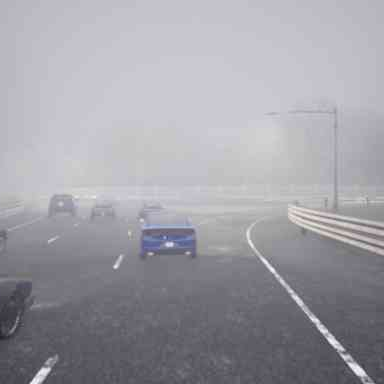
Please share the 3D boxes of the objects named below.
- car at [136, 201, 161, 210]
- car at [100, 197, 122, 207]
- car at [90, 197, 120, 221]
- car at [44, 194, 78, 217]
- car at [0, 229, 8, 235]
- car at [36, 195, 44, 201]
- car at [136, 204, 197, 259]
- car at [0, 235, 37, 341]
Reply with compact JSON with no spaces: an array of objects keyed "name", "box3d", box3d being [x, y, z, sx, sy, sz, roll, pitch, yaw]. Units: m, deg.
[{"name":"car","box3d":[-3.224,1.431,25.622,2.128,1.511,4.902,0,0,-13]},{"name":"car","box3d":[-12.468,1.451,50.724,2.033,1.411,5.357,0,0,-28]},{"name":"car","box3d":[-7.282,1.442,27.238,2.128,1.511,4.902,0,0,-15]},{"name":"car","box3d":[-11.855,1.180,30.729,2.150,2.045,5.566,0,0,-16]},{"name":"car","box3d":[-7.619,1.601,10.400,1.895,1.301,4.718,0,0,-6]},{"name":"car","box3d":[-37.235,1.503,83.214,4.718,1.301,1.895,0,0,42]},{"name":"car","box3d":[-0.970,1.445,12.594,1.882,1.535,5.008,0,0,-7]},{"name":"car","box3d":[-3.569,1.551,3.402,2.033,1.411,5.357,0,0,-2]}]
